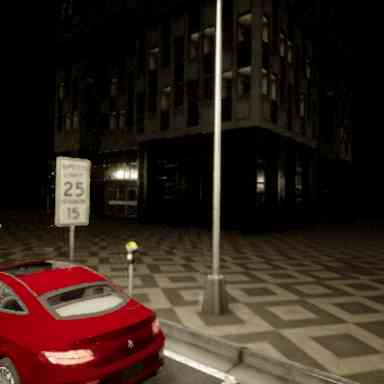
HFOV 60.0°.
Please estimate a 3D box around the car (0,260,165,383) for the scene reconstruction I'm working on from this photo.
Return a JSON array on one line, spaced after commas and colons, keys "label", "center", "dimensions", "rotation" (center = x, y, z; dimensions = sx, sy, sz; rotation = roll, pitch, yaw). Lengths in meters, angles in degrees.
[{"label": "car", "center": [-2.218, 1.622, 4.593], "dimensions": [4.206, 1.307, 1.802], "rotation": [0, -1, 38]}]
